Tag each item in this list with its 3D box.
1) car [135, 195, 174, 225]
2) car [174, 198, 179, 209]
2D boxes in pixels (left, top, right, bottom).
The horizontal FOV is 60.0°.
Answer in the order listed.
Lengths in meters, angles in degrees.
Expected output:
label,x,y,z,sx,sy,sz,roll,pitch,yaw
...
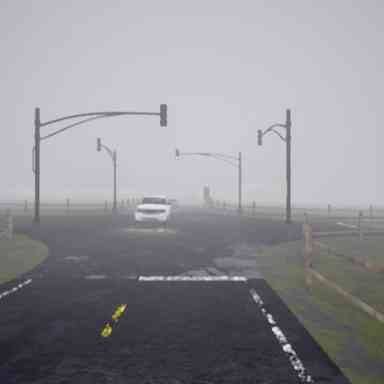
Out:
label,x,y,z,sx,sy,sz,roll,pitch,yaw
car,-2.747,1.256,24.558,2.150,2.045,5.566,1,0,0
car,-2.714,1.616,45.859,1.812,1.442,4.674,0,1,0
